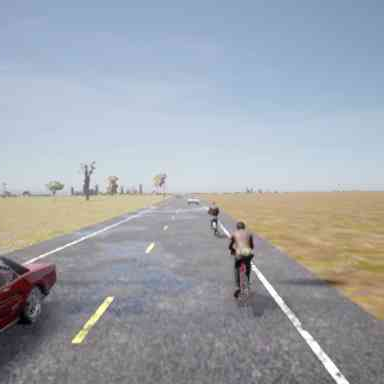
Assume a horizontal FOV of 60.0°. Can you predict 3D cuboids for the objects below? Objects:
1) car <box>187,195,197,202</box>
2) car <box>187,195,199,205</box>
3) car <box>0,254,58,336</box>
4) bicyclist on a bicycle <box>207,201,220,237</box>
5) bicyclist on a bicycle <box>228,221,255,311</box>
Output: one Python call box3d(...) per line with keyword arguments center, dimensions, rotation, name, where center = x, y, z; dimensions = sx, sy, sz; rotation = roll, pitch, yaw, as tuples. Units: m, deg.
box3d(center=(-0.088, 1.368, 73.687), dimensions=(2.128, 1.511, 4.902), rotation=(0, 0, -1), name="car")
box3d(center=(0.188, 1.463, 56.811), dimensions=(1.895, 1.301, 4.718), rotation=(0, 0, 0), name="car")
box3d(center=(-3.572, 1.587, 4.287), dimensions=(1.895, 1.301, 4.718), rotation=(0, 0, 0), name="car")
box3d(center=(1.078, 1.323, 16.623), dimensions=(0.659, 1.776, 1.843), rotation=(0, 0, 0), name="bicyclist on a bicycle")
box3d(center=(1.012, 1.433, 6.750), dimensions=(0.582, 1.620, 1.656), rotation=(0, 0, 0), name="bicyclist on a bicycle")
